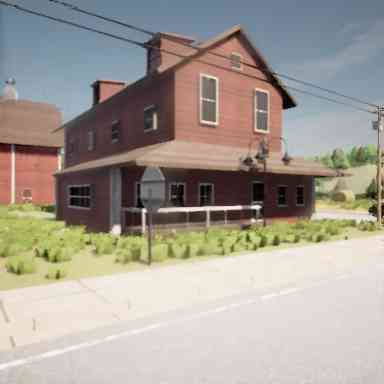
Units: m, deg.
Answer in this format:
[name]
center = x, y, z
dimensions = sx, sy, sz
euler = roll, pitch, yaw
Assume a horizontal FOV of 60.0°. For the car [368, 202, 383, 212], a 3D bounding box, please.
[car]
center = 18.148, 1.290, 28.296
dimensions = 2.150, 2.045, 5.566
euler = 0, 0, -36
